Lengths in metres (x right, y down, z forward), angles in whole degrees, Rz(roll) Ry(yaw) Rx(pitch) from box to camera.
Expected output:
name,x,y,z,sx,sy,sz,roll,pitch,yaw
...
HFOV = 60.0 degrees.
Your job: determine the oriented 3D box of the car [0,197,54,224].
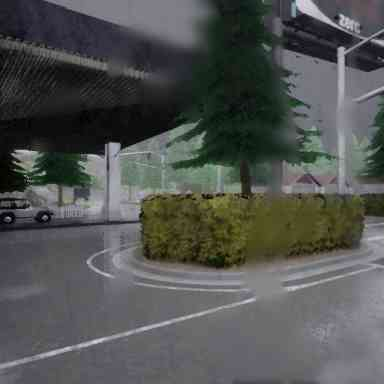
name,x,y,z,sx,sy,sz,roll,pitch,yaw
car,-11.964,1.312,23.481,3.866,1.878,1.905,0,0,-36
